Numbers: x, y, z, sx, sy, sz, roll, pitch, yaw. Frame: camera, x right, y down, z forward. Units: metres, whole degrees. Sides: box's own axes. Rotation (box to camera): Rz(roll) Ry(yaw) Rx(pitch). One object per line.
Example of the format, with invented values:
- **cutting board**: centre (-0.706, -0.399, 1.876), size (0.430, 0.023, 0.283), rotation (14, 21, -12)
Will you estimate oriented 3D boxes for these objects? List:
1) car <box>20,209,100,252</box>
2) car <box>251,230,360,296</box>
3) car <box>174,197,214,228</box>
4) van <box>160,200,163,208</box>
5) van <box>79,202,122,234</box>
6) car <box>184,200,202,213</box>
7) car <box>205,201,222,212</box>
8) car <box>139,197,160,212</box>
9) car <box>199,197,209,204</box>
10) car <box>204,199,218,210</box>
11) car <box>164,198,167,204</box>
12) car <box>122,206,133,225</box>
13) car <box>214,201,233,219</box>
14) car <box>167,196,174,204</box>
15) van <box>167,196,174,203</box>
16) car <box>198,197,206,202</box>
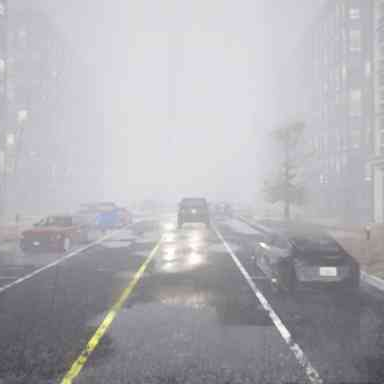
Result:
- **car**: centre (-5.676, 1.643, 14.385), size (1.887, 1.381, 4.507), rotation (0, 0, 0)
- **car**: centre (2.700, 1.626, 8.674), size (1.947, 1.339, 4.313), rotation (0, 0, 0)
- **car**: centre (0.118, 1.380, 23.603), size (2.150, 2.045, 5.566), rotation (0, 0, 0)
- **van**: centre (-5.649, 1.660, 48.540), size (1.690, 1.788, 3.998), rotation (0, 0, 0)
- **van**: centre (-5.671, 1.477, 20.079), size (1.690, 1.788, 3.998), rotation (0, 0, 0)
- **car**: centre (0.130, 1.765, 41.448), size (2.128, 1.511, 4.902), rotation (0, 0, 0)
- **car**: centre (2.725, 1.865, 42.825), size (1.802, 1.307, 4.206), rotation (0, 0, 0)
- **car**: centre (-5.654, 1.723, 42.846), size (1.967, 1.590, 4.097), rotation (0, 0, 0)
- **car**: centre (2.752, 1.936, 76.976), size (1.967, 1.590, 4.097), rotation (0, 0, 0)
- **car**: centre (2.730, 1.845, 48.687), size (1.752, 1.417, 4.829), rotation (0, 0, 0)
- **car**: centre (-5.646, 1.920, 54.230), size (1.947, 1.339, 4.313), rotation (0, 0, 0)
- **car**: centre (-5.668, 1.755, 25.770), size (1.802, 1.307, 4.206), rotation (0, 0, 0)
- **car**: centre (2.718, 1.651, 31.441), size (1.967, 1.590, 4.097), rotation (0, 0, 0)
- **car**: centre (-5.629, 2.020, 76.828), size (1.752, 1.417, 4.829), rotation (0, 0, 0)
- **van**: centre (-5.620, 1.906, 88.384), size (1.690, 1.788, 3.998), rotation (0, 0, 0)
- **car**: centre (2.764, 2.150, 94.051), size (2.008, 1.369, 4.403), rotation (0, 0, 0)
